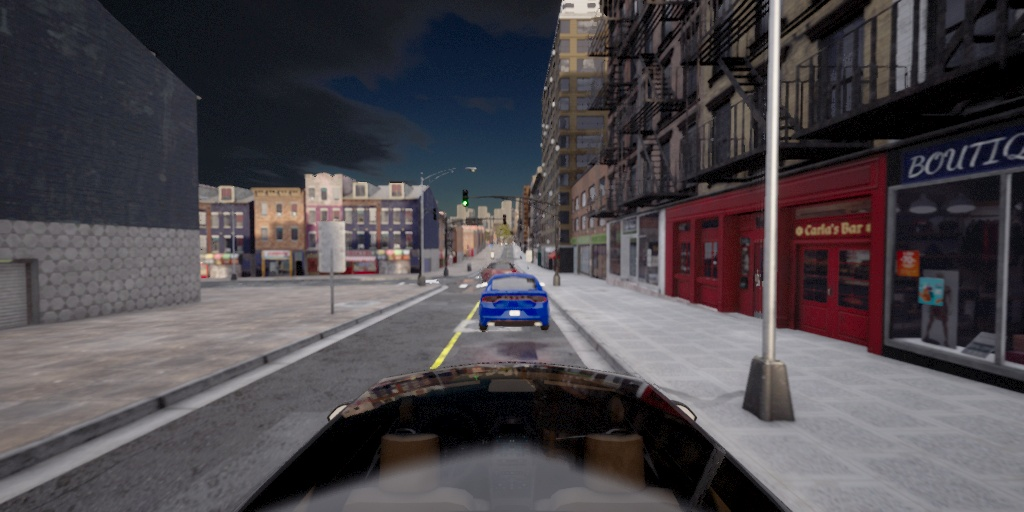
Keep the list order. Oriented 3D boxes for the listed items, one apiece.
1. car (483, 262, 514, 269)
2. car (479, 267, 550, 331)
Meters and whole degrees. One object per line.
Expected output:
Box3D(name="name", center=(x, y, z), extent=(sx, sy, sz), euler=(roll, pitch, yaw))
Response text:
Box3D(name="car", center=(-1.013, 1.231, 26.620), extent=(2.097, 1.767, 4.553), euler=(0, 0, -16))
Box3D(name="car", center=(0.053, 1.274, 11.224), extent=(1.882, 1.535, 5.008), euler=(0, -1, 0))
